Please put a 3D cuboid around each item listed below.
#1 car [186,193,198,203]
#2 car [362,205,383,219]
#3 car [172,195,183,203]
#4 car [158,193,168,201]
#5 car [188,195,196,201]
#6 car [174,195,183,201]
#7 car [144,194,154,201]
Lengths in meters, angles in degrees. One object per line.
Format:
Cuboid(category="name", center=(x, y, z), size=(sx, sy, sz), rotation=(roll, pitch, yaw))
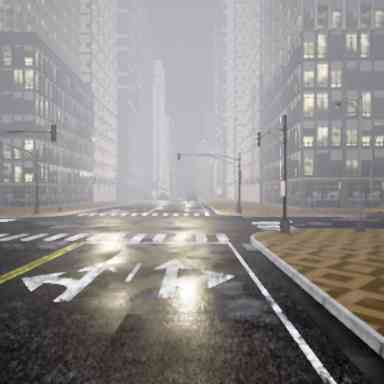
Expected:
Cuboid(category="car", center=(0.006, 1.288, 71.129), size=(2.150, 2.045, 5.566), rotation=(0, 0, 0))
Cuboid(category="car", center=(17.090, 1.524, 28.512), size=(4.829, 1.417, 1.752), rotation=(0, 0, 2))
Cuboid(category="car", center=(-3.245, 1.658, 71.127), size=(1.895, 1.301, 4.718), rotation=(0, 0, 0))
Cuboid(category="car", center=(-6.494, 1.054, 75.296), size=(2.097, 1.767, 4.553), rotation=(0, 0, 0))
Cuboid(category="car", center=(0.007, 1.506, 81.515), size=(1.994, 1.385, 4.181), rotation=(0, 0, 0))
Cuboid(category="car", center=(-3.244, 1.461, 81.099), size=(2.128, 1.511, 4.902), rotation=(0, 0, 0))
Cuboid(category="car", center=(-9.744, 1.238, 75.266), size=(2.033, 1.411, 5.357), rotation=(0, 0, 0))
